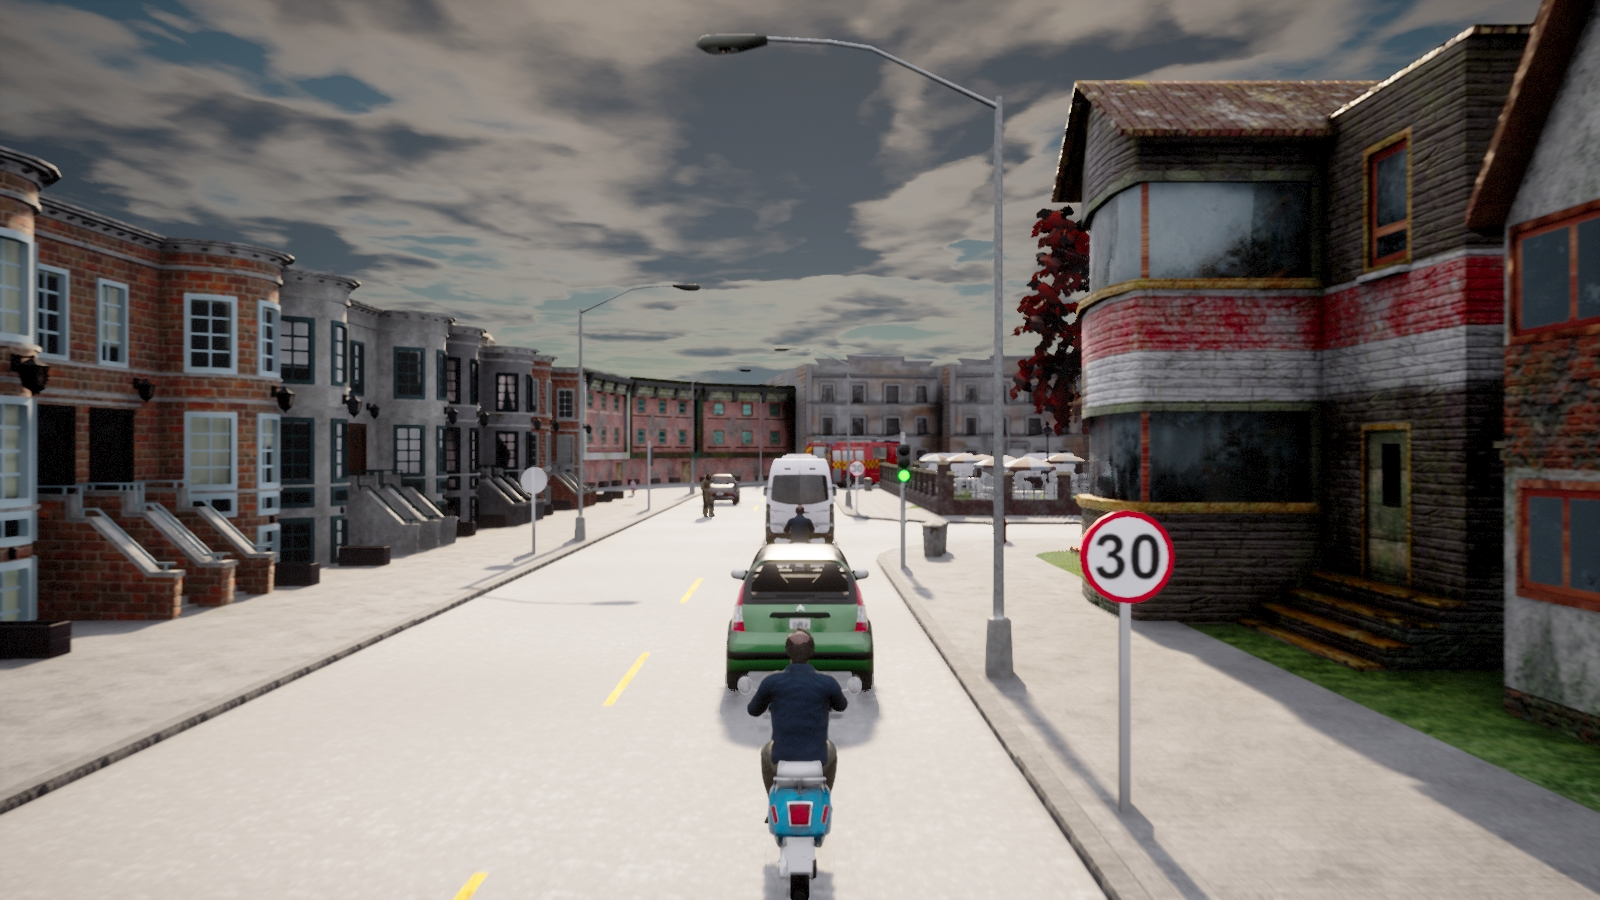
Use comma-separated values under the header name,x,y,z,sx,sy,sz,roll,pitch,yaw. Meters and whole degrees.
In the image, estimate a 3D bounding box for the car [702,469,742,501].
name,x,y,z,sx,sy,sz,roll,pitch,yaw
car,-4.020,1.797,59.363,1.789,1.549,3.705,0,0,0

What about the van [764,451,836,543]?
name,x,y,z,sx,sy,sz,roll,pitch,yaw
van,-0.009,1.308,34.675,1.988,2.561,5.915,0,0,0

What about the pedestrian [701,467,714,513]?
name,x,y,z,sx,sy,sz,roll,pitch,yaw
pedestrian,-3.772,1.621,46.535,0.375,1.860,0.375,0,0,44

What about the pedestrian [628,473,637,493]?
name,x,y,z,sx,sy,sz,roll,pitch,yaw
pedestrian,-9.534,1.895,65.212,0.500,1.100,0.500,0,0,-8

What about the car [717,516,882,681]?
name,x,y,z,sx,sy,sz,roll,pitch,yaw
car,-0.004,1.777,14.779,1.851,1.617,3.988,0,0,0
